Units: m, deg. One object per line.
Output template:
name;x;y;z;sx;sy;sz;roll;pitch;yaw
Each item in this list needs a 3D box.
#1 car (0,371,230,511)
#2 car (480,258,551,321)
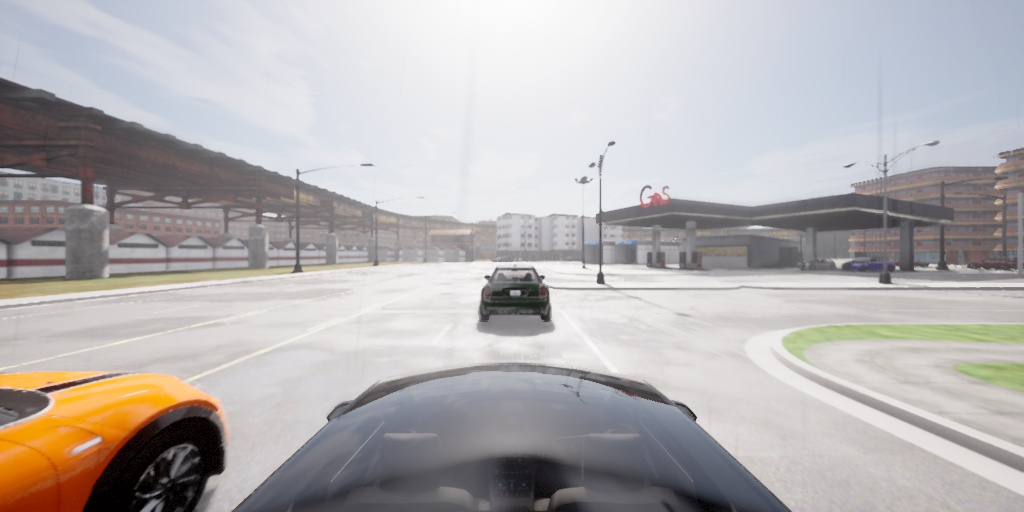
car;-3.414;1.105;1.104;2.097;1.767;4.553;0;0;0
car;0.098;1.056;12.290;2.097;1.767;4.553;0;0;0
